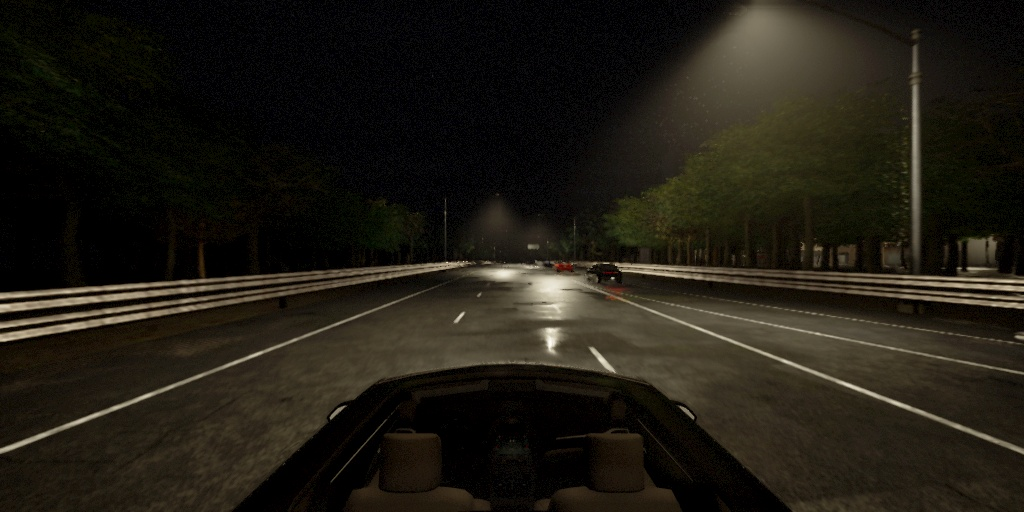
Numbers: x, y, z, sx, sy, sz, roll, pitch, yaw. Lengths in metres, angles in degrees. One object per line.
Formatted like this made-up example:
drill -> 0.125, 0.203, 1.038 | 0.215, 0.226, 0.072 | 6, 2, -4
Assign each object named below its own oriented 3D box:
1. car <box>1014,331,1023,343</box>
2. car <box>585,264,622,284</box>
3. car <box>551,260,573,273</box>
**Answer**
car -> 11.075, 1.390, 4.908 | 1.895, 1.301, 4.718 | 0, 0, -16
car -> 7.219, 1.384, 28.526 | 1.837, 1.490, 4.892 | -1, 0, -3
car -> 7.017, 1.332, 49.423 | 2.097, 1.767, 4.553 | 0, 0, 0
